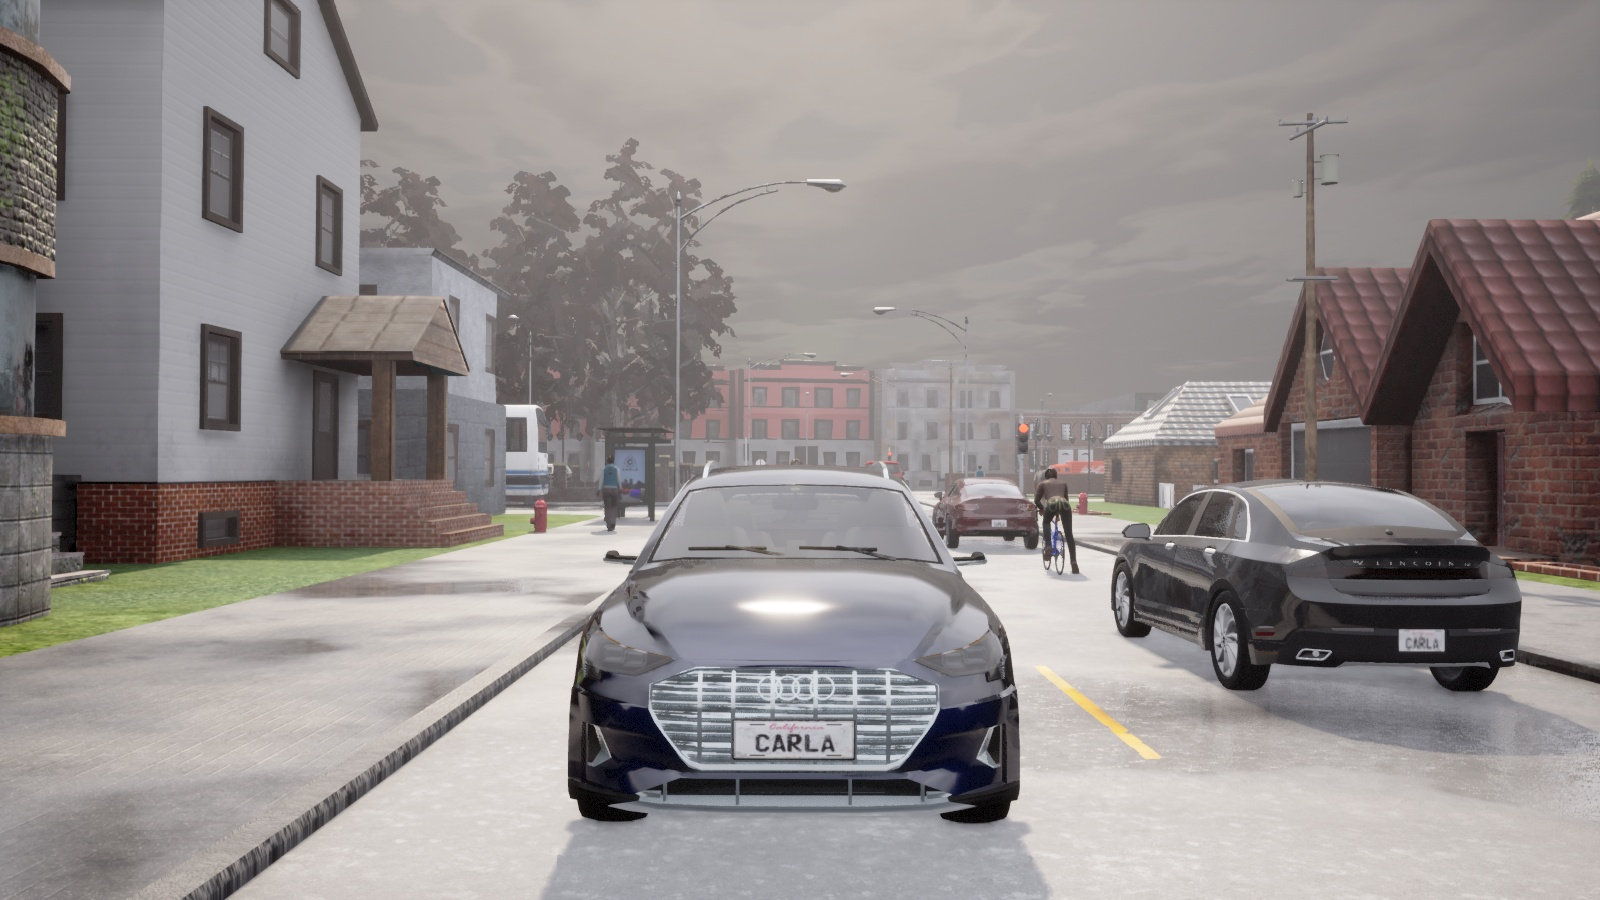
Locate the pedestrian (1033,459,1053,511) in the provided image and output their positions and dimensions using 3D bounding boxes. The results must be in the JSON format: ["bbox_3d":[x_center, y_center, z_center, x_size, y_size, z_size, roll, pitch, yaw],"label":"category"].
[{"bbox_3d":[8.666,1.236,44.806,0.540,1.848,0.694,0,-1,-2],"label":"pedestrian"}]

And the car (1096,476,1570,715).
[{"bbox_3d":[3.973,0.979,10.446,1.837,1.490,4.892,0,-1,0],"label":"car"}]

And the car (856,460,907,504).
[{"bbox_3d":[3.910,1.540,61.034,2.150,2.045,5.566,0,-1,1],"label":"car"}]

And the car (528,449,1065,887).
[{"bbox_3d":[-0.020,0.865,7.198,2.033,1.649,4.856,0,-1,0],"label":"car"}]

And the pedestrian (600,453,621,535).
[{"bbox_3d":[-4.525,1.046,30.050,0.396,1.930,0.692,0,-1,0],"label":"pedestrian"}]

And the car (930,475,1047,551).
[{"bbox_3d":[3.920,1.274,26.825,1.812,1.442,4.674,0,-1,1],"label":"car"}]

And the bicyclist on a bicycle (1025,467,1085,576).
[{"bbox_3d":[3.948,1.079,19.545,0.582,1.620,1.656,0,-1,0],"label":"bicyclist on a bicycle"}]

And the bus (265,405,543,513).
[{"bbox_3d":[-16.065,0.369,51.740,10.273,4.253,3.944,0,-1,-4],"label":"bus"}]
